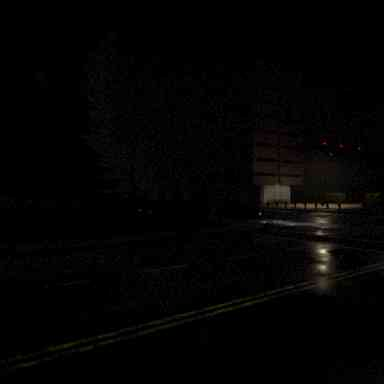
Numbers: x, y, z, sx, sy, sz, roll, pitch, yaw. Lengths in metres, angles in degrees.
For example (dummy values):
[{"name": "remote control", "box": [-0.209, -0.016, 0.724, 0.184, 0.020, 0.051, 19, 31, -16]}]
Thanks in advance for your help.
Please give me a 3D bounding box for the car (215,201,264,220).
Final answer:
[{"name": "car", "box": [4.010, 1.492, 28.488, 2.128, 1.511, 4.902, 0, 0, -36]}]
